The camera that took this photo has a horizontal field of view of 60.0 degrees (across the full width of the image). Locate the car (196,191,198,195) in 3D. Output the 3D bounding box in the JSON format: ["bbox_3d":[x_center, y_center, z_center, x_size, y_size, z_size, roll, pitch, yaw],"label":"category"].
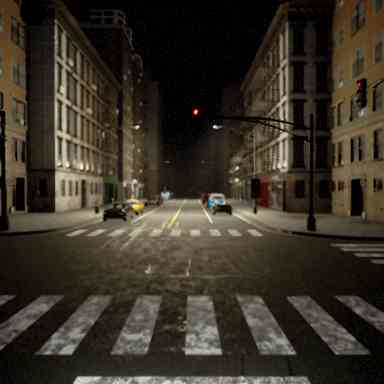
[{"bbox_3d":[2.662,0.951,84.207,1.887,1.381,4.507,0,0,0],"label":"car"}]

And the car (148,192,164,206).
[{"bbox_3d":[-5.405,1.112,46.363,1.967,1.590,4.097,0,0,0],"label":"car"}]

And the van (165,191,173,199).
[{"bbox_3d":[-5.432,0.786,78.798,1.690,1.788,3.998,0,0,0],"label":"van"}]

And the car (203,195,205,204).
[{"bbox_3d":[2.646,1.292,40.958,1.802,1.307,4.206,0,0,0],"label":"car"}]

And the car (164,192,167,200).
[{"bbox_3d":[-5.410,1.160,51.599,1.752,1.417,4.829,0,0,0],"label":"car"}]

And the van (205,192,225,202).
[{"bbox_3d":[2.645,1.089,35.550,1.690,1.788,3.998,0,0,0],"label":"van"}]

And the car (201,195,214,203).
[{"bbox_3d":[2.652,1.162,57.176,1.947,1.339,4.313,0,0,0],"label":"car"}]

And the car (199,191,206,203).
[{"bbox_3d":[2.650,0.949,51.768,2.192,1.841,5.009,0,0,0],"label":"car"}]

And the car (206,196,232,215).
[{"bbox_3d":[2.642,1.337,30.145,2.008,1.369,4.403,0,0,0],"label":"car"}]

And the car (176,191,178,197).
[{"bbox_3d":[-5.441,0.919,89.612,2.008,1.369,4.403,0,0,0],"label":"car"}]

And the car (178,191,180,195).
[{"bbox_3d":[-5.445,0.645,95.017,2.192,1.841,5.009,0,0,0],"label":"car"}]

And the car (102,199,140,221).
[{"bbox_3d":[-5.387,1.375,24.739,2.008,1.369,4.403,0,0,0],"label":"car"}]

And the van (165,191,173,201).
[{"bbox_3d":[-5.423,0.861,67.986,1.690,1.788,3.998,0,0,0],"label":"van"}]

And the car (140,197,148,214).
[{"bbox_3d":[-5.392,1.313,29.975,1.752,1.417,4.829,0,0,0],"label":"car"}]

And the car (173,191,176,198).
[{"bbox_3d":[-5.427,0.797,73.392,2.192,1.841,5.009,0,0,0],"label":"car"}]
